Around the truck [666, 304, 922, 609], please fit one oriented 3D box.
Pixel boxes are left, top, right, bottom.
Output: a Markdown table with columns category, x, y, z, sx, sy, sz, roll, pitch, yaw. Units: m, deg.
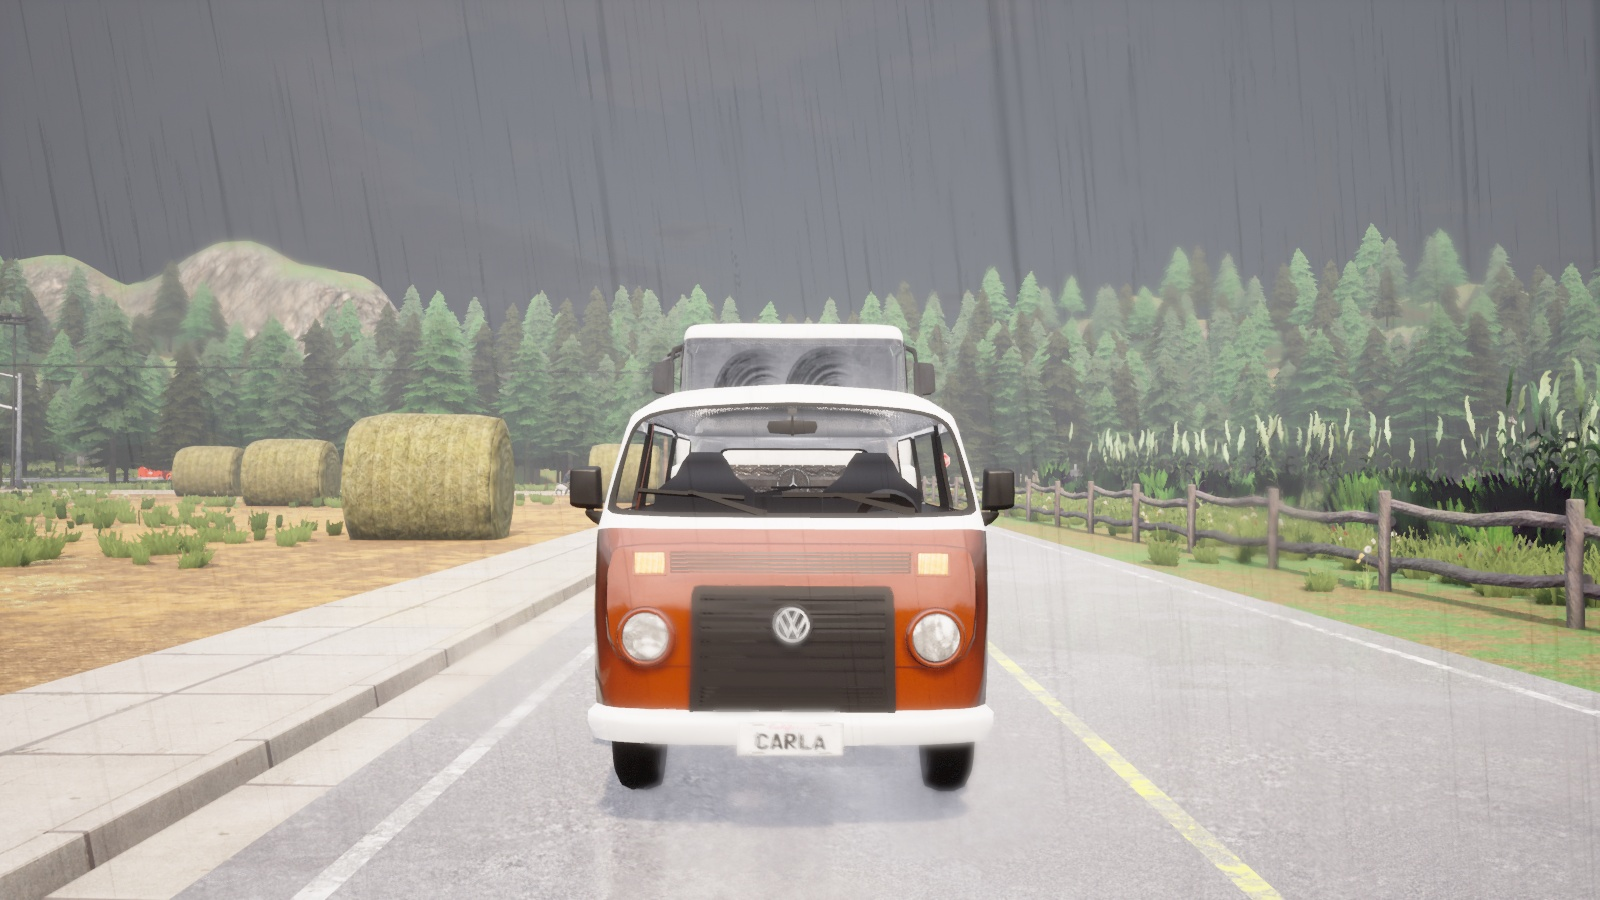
| category | x | y | z | sx | sy | sz | roll | pitch | yaw |
| --- | --- | --- | --- | --- | --- | --- | --- | --- | --- |
| truck | -0.089 | 0.139 | 18.252 | 2.891 | 3.462 | 7.936 | 0 | -1 | 0 |

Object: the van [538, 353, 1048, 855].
| category | x | y | z | sx | sy | sz | roll | pitch | yaw |
| --- | --- | --- | --- | --- | --- | --- | --- | --- | --- |
| van | -0.037 | 0.662 | 7.364 | 2.069 | 2.038 | 4.480 | 0 | -1 | 0 |
